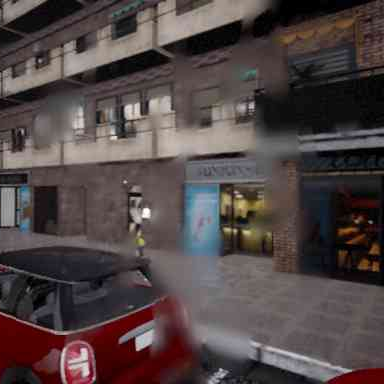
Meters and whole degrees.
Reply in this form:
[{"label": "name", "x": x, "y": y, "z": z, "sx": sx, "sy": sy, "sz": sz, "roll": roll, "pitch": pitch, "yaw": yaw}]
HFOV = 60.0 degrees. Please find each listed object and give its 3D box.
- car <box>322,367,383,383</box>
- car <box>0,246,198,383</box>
[{"label": "car", "x": 2.560, "y": 1.547, "z": 1.047, "sx": 4.507, "sy": 1.381, "sz": 1.887, "roll": 0, "pitch": 0, "yaw": 35}, {"label": "car", "x": -2.023, "y": 1.436, "z": 4.315, "sx": 4.097, "sy": 1.590, "sz": 1.967, "roll": 0, "pitch": 0, "yaw": 35}]
